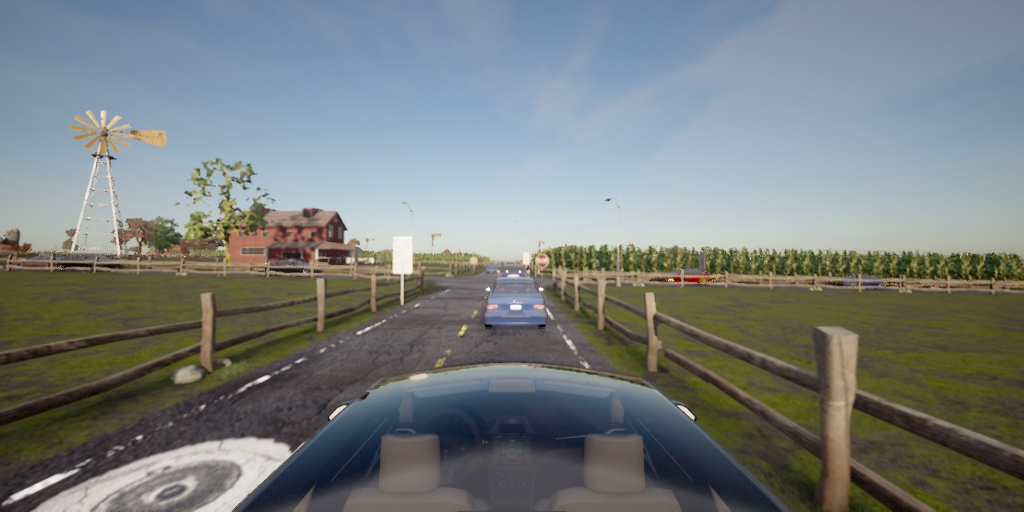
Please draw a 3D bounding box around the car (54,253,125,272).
[{"bbox_3d":[-38.874,0.545,33.250,4.553,1.767,2.097,1,-1,1],"label":"car"}]

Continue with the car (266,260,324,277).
[{"bbox_3d":[-19.962,1.131,33.085,4.892,1.490,1.837,1,-1,0],"label":"car"}]

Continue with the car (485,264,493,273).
[{"bbox_3d":[-2.861,1.846,52.407,2.033,1.411,5.357,0,-1,0],"label":"car"}]

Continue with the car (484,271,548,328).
[{"bbox_3d":[0.094,1.404,11.826,2.033,1.411,5.357,0,-1,0],"label":"car"}]

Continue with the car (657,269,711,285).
[{"bbox_3d":[17.052,2.031,35.736,5.008,1.535,1.882,1,-1,0],"label":"car"}]

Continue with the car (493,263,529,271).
[{"bbox_3d":[0.088,1.327,23.017,2.097,1.767,4.553,0,-1,0],"label":"car"}]

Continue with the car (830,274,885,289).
[{"bbox_3d":[34.231,2.511,35.590,4.181,1.385,1.994,1,-1,1],"label":"car"}]

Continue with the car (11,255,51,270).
[{"bbox_3d":[-46.837,0.622,36.193,5.357,1.411,2.033,1,-1,1],"label":"car"}]
